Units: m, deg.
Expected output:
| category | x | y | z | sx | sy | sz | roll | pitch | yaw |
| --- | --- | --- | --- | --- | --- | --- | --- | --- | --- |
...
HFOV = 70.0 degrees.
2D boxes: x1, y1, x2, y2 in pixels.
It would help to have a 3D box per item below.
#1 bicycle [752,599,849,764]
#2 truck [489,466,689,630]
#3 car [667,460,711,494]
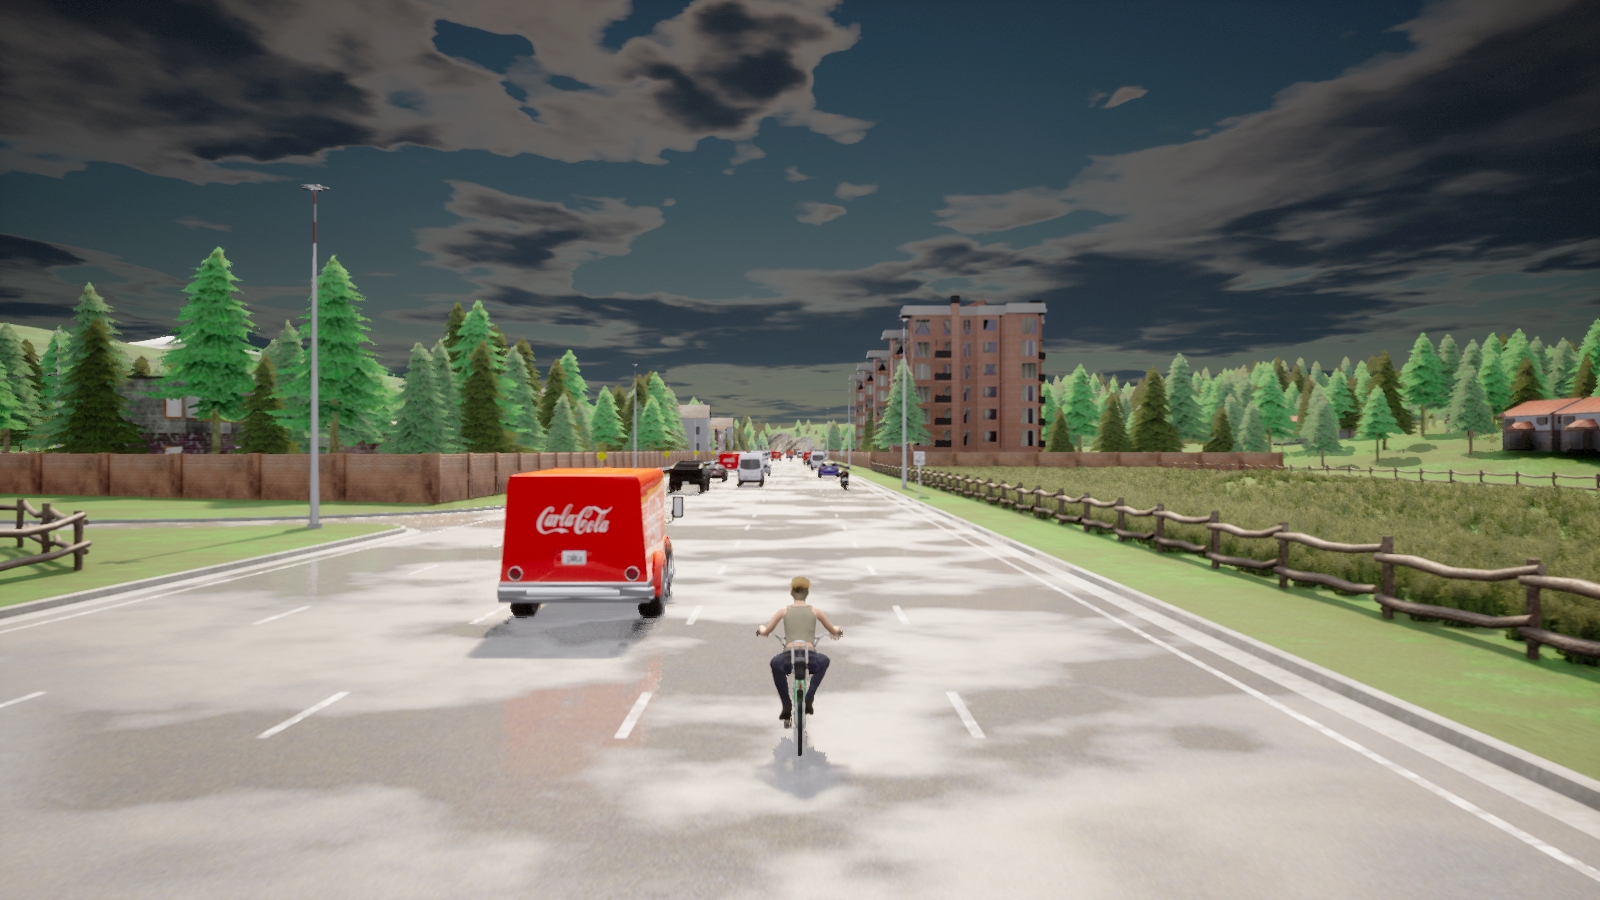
| category | x | y | z | sx | sy | sz | roll | pitch | yaw |
| --- | --- | --- | --- | --- | --- | --- | --- | --- | --- |
| bicycle | -0.002 | 2.157 | 10.926 | 0.859 | 1.276 | 1.487 | 0 | 0 | 0 |
| truck | -3.548 | 1.570 | 20.413 | 2.627 | 2.467 | 5.204 | 0 | 0 | 0 |
| car | -7.325 | 1.751 | 76.071 | 2.390 | 2.098 | 6.274 | 0 | 0 | 0 |
